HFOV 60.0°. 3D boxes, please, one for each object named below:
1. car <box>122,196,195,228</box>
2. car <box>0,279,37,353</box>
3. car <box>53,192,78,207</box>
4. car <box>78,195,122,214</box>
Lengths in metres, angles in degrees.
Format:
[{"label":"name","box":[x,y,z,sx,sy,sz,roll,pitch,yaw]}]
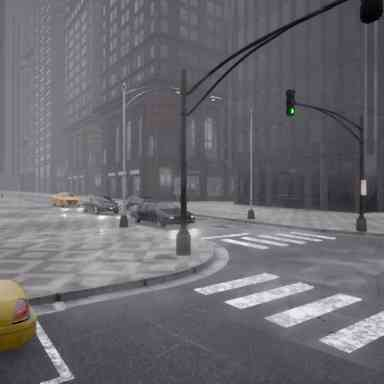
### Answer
[{"label":"car","box":[-2.006,1.237,20.199,2.033,1.411,5.357,0,1,-36]},{"label":"car","box":[-4.357,1.525,3.536,4.829,1.417,1.752,0,0,-36]},{"label":"car","box":[-13.873,0.799,36.627,1.882,1.535,5.008,0,1,-35]},{"label":"car","box":[-7.775,1.012,28.182,1.837,1.490,4.892,0,1,-36]}]
